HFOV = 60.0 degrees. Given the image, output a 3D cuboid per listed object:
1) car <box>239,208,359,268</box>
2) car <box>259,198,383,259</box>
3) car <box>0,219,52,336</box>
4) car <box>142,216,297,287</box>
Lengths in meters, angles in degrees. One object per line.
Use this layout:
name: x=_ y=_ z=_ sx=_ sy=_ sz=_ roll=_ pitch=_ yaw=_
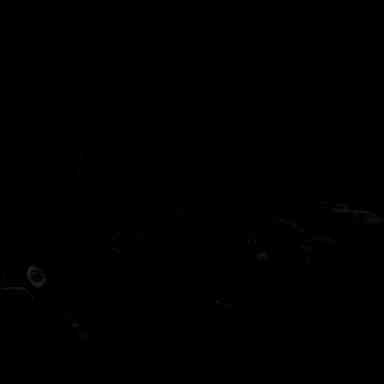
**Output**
car: x=2.579 y=1.527 z=11.291 sx=2.231 sy=1.521 sz=4.892 roll=0 pitch=0 yaw=-35
car: x=4.869 y=1.267 z=12.882 sx=2.435 sy=2.045 sz=5.566 roll=0 pitch=0 yaw=-35
car: x=-4.242 y=1.357 z=6.459 sx=2.185 sy=1.767 sz=4.553 roll=1 pitch=0 yaw=-35
car: x=0.303 y=1.553 z=9.697 sx=2.163 sy=1.488 sz=4.792 roll=0 pitch=0 yaw=-35
